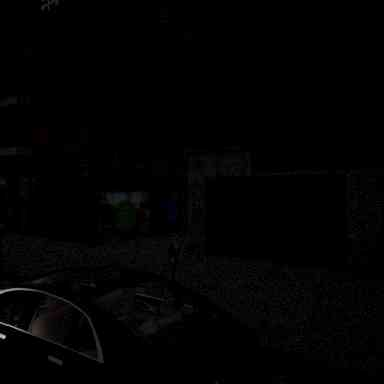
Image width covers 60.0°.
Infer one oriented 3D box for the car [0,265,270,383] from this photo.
[{"bbox_3d":[-1.339,1.551,3.803,4.403,1.369,2.008,0,0,36],"label":"car"}]
